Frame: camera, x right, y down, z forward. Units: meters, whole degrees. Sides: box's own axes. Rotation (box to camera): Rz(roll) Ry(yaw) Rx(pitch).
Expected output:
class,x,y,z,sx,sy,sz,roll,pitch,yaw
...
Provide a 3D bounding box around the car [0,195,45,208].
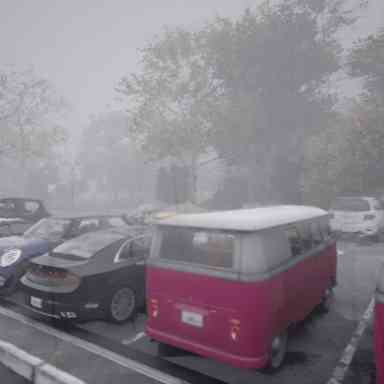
class,x,y,z,sx,sy,sz,roll,pitch,yaw
car,-7.972,1.266,12.180,2.435,2.045,5.566,0,0,35

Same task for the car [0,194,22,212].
class,x,y,z,sx,sy,sz,roll,pitch,yaw
car,-23.544,1.316,39.291,2.435,2.045,5.566,0,0,35

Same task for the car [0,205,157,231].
class,x,y,z,sx,sy,sz,roll,pitch,yaw
car,-3.367,1.382,8.980,2.185,1.767,4.553,0,0,35

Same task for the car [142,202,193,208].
class,x,y,z,sx,sy,sz,roll,pitch,yaw
car,-0.810,1.516,22.944,1.946,1.575,5.366,0,0,35

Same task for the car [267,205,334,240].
class,x,y,z,sx,sy,sz,roll,pitch,yaw
car,6.069,1.535,18.248,2.163,1.488,4.792,0,0,35

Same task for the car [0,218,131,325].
class,x,y,z,sx,sy,sz,roll,pitch,yaw
car,-1.103,1.504,7.326,2.231,1.521,4.892,0,0,35

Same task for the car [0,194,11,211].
class,x,y,z,sx,sy,sz,roll,pitch,yaw
car,-25.714,1.321,40.833,2.435,2.045,5.566,0,0,35

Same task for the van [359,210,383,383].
class,x,y,z,sx,sy,sz,roll,pitch,yaw
van,3.538,1.267,4.179,1.878,1.987,4.442,0,0,35

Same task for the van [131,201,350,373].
class,x,y,z,sx,sy,sz,roll,pitch,yaw
van,1.253,1.272,5.803,1.878,1.987,4.442,0,0,35

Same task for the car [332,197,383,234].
class,x,y,z,sx,sy,sz,roll,pitch,yaw
car,8.364,1.249,16.687,2.435,2.045,5.566,0,0,35

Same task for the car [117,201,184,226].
class,x,y,z,sx,sy,sz,roll,pitch,yaw
car,-2.963,1.525,24.708,2.231,1.521,4.892,0,0,35
